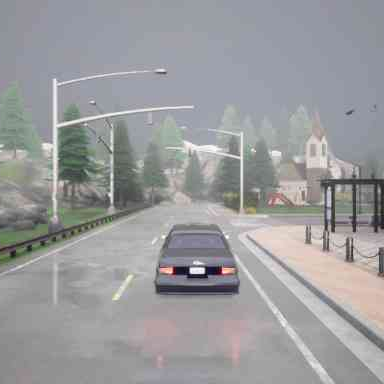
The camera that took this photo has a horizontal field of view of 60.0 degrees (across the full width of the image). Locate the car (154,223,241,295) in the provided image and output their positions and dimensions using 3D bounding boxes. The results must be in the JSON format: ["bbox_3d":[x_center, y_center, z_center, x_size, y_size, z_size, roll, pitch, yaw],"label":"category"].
[{"bbox_3d":[0.098,1.547,8.849,2.033,1.411,5.357,0,0,0],"label":"car"}]
